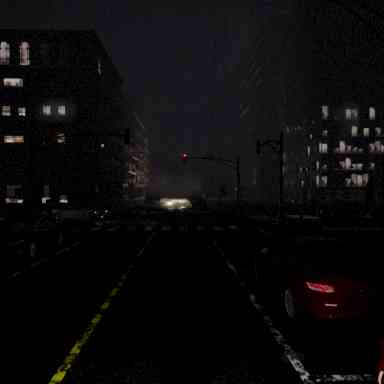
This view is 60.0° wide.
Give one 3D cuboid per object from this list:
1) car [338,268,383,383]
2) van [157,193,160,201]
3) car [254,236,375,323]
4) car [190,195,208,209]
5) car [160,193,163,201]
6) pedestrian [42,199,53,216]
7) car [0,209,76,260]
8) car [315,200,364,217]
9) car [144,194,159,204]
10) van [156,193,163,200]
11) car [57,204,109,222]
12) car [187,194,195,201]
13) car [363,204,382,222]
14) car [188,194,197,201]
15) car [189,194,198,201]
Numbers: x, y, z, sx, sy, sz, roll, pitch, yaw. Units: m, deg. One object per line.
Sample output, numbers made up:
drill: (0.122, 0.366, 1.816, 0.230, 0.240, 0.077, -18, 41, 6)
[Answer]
car: (2.649, 1.544, 1.403, 1.887, 1.381, 4.507, -1, 0, -2)
van: (-7.980, 1.276, 67.275, 1.690, 1.788, 3.998, -1, 0, -2)
car: (2.460, 1.579, 6.981, 1.802, 1.307, 4.206, -1, 0, -2)
car: (1.132, 1.513, 45.021, 1.887, 1.381, 4.507, -1, 0, -2)
car: (-8.361, 1.458, 78.560, 1.887, 1.381, 4.507, -1, 0, -2)
pedestrian: (-7.930, 1.286, 18.448, 0.375, 1.860, 0.375, -1, 1, -2)
car: (-6.105, 1.546, 12.236, 2.008, 1.369, 4.403, -1, 0, -2)
car: (14.084, 1.543, 31.078, 4.892, 1.490, 1.837, 0, 1, -1)
car: (-7.785, 1.510, 61.632, 1.947, 1.339, 4.313, -1, 0, -2)
van: (-8.747, 1.229, 89.847, 1.690, 1.788, 3.998, -1, 0, -2)
car: (-8.921, 1.589, 26.024, 4.718, 1.301, 1.895, 0, 0, 19)
car: (-0.206, 1.341, 84.519, 1.967, 1.590, 4.097, -1, 0, -2)
car: (15.886, 1.690, 25.198, 4.403, 1.369, 2.008, 0, 1, -1)
car: (-0.020, 1.353, 78.876, 1.967, 1.590, 4.097, -1, 0, -2)
car: (0.939, 1.401, 50.664, 1.967, 1.590, 4.097, -1, 0, -2)
